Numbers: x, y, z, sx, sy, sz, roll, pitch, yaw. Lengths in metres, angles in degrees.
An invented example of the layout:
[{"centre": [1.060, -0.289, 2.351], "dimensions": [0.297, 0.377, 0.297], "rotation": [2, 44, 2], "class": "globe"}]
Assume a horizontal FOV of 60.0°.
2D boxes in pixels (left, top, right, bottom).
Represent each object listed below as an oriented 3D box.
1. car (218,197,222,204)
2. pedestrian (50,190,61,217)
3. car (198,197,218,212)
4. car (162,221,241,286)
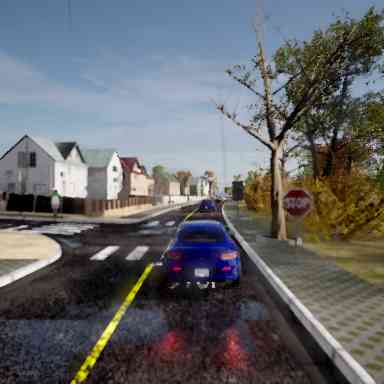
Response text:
[{"centre": [5.344, 1.788, 71.142], "dimensions": [1.895, 1.301, 4.718], "rotation": [0, 0, 9], "class": "car"}, {"centre": [-9.310, 0.748, 22.642], "dimensions": [0.375, 1.860, 0.375], "rotation": [0, -3, 1], "class": "pedestrian"}, {"centre": [1.814, 1.539, 39.333], "dimensions": [1.812, 1.442, 4.674], "rotation": [0, 0, 5], "class": "car"}, {"centre": [0.253, 1.517, 9.241], "dimensions": [1.812, 1.442, 4.674], "rotation": [0, 0, 1], "class": "car"}]
